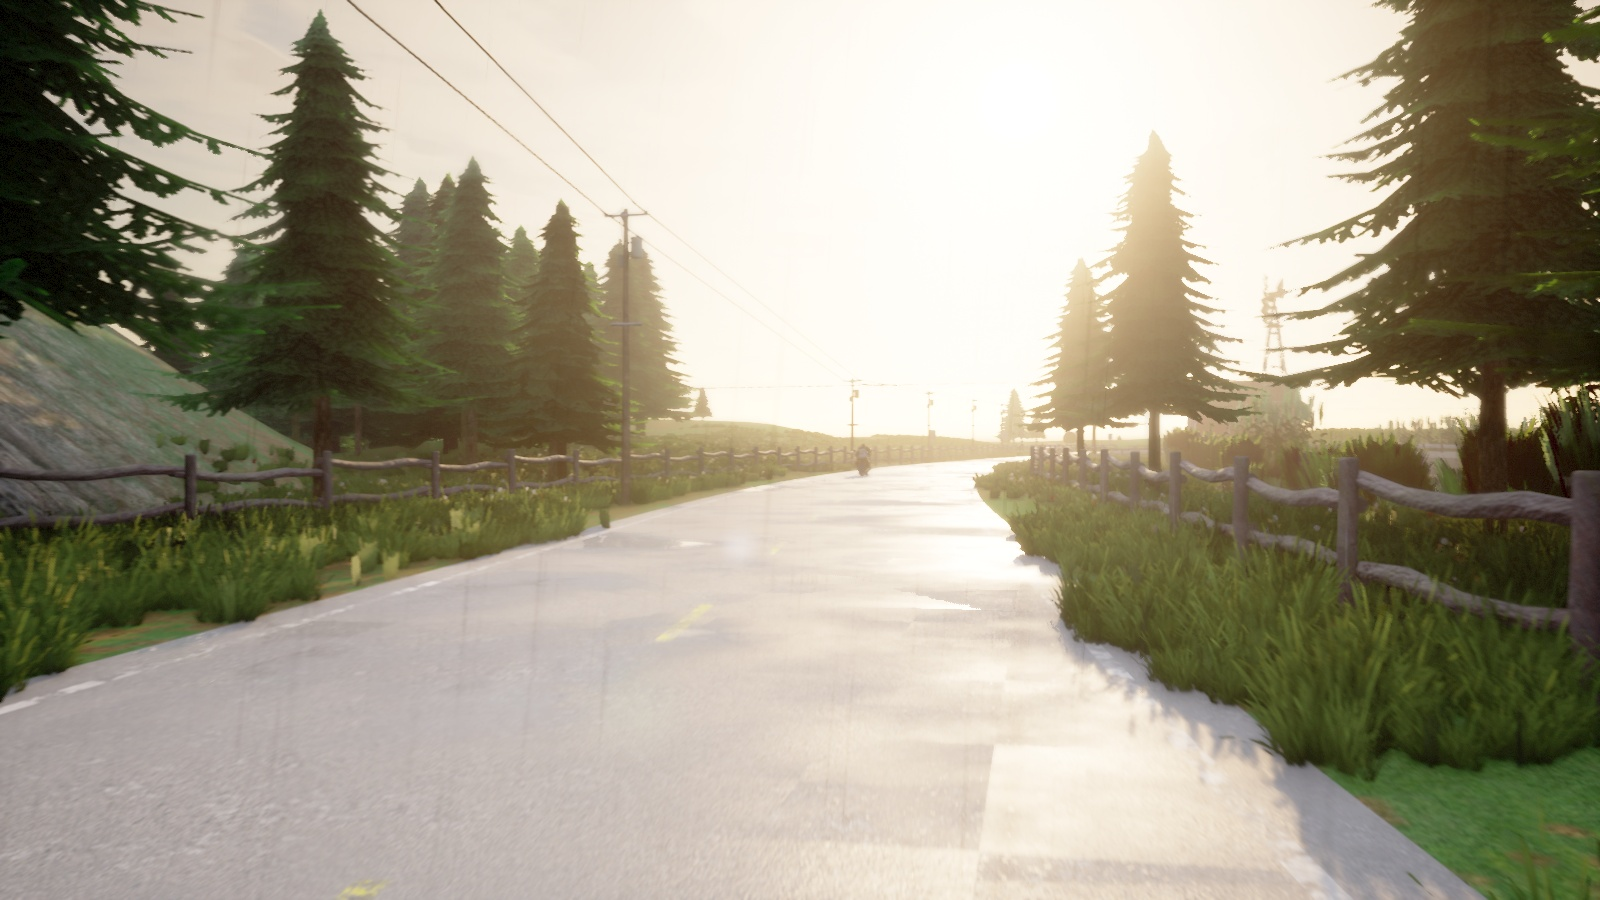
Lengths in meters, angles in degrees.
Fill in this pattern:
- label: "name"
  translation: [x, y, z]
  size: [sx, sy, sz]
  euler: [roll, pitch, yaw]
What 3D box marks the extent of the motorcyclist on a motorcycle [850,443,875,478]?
- label: "motorcyclist on a motorcycle"
  translation: [2.813, 0.467, 56.276]
  size: [0.866, 1.530, 2.191]
  euler: [0, 0, 11]
